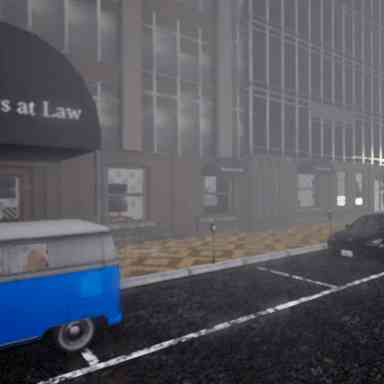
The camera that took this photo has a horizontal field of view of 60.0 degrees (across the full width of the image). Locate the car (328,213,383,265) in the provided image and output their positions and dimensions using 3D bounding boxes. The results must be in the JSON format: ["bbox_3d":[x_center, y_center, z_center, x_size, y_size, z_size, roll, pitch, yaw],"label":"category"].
[{"bbox_3d":[6.334,1.399,11.027,4.313,1.339,1.947,-1,1,-35],"label":"car"}]

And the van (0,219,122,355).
[{"bbox_3d":[-2.951,1.339,4.445,3.998,1.788,1.690,-1,1,-35],"label":"van"}]
